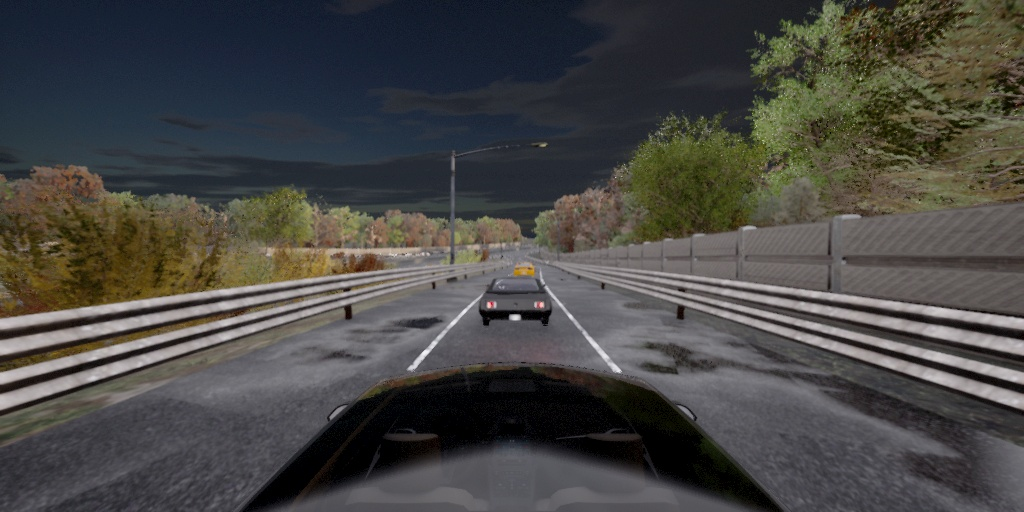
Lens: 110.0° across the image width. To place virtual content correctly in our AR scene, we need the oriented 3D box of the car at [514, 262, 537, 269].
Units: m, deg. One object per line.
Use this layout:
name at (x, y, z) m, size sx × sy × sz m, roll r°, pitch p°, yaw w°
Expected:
car at (1.223, 1.317, 34.370) m, size 1.882 × 1.535 × 5.008 m, roll 0°, pitch 0°, yaw 3°

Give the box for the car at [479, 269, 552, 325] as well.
car at (0.130, 1.261, 11.268) m, size 1.895 × 1.301 × 4.718 m, roll 0°, pitch 0°, yaw 1°

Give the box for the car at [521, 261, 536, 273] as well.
car at (2.310, 1.495, 49.116) m, size 1.812 × 1.442 × 4.674 m, roll 0°, pitch 0°, yaw 4°
